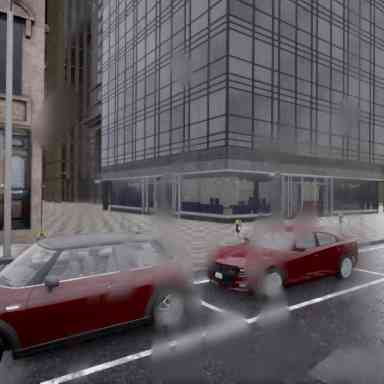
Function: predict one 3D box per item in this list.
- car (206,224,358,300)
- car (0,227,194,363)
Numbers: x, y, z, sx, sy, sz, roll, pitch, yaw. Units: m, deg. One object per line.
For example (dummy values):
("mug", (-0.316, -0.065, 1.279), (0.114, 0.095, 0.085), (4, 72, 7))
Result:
("car", (2.413, 1.548, 8.431), (4.507, 1.381, 1.887), (0, 1, -35))
("car", (-2.050, 1.440, 5.287), (4.097, 1.590, 1.967), (0, 1, -35))
